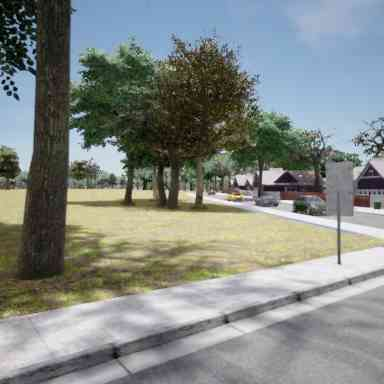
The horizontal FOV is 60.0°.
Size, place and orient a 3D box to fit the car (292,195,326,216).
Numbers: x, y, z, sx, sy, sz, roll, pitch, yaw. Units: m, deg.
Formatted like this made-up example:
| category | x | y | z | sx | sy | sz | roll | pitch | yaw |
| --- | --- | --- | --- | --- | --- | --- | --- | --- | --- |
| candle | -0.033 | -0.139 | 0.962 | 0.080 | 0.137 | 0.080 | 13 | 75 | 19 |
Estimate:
| category | x | y | z | sx | sy | sz | roll | pitch | yaw |
| --- | --- | --- | --- | --- | --- | --- | --- | --- | --- |
| car | 10.864 | 1.134 | 30.175 | 2.097 | 1.767 | 4.553 | -1 | 1 | -7 |

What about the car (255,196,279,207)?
| category | x | y | z | sx | sy | sz | roll | pitch | yaw |
| --- | --- | --- | --- | --- | --- | --- | --- | --- | --- |
| car | 9.472 | 1.190 | 42.207 | 1.994 | 1.385 | 4.181 | -1 | 1 | -7 |

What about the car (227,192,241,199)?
| category | x | y | z | sx | sy | sz | roll | pitch | yaw |
| --- | --- | --- | --- | --- | --- | --- | --- | --- | --- |
| car | 8.965 | 0.700 | 71.196 | 1.837 | 1.490 | 4.892 | -1 | 1 | -7 |

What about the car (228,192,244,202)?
| category | x | y | z | sx | sy | sz | roll | pitch | yaw |
| --- | --- | --- | --- | --- | --- | --- | --- | --- | --- |
| car | 7.641 | 0.889 | 58.247 | 1.882 | 1.535 | 5.008 | -1 | 1 | -6 |
